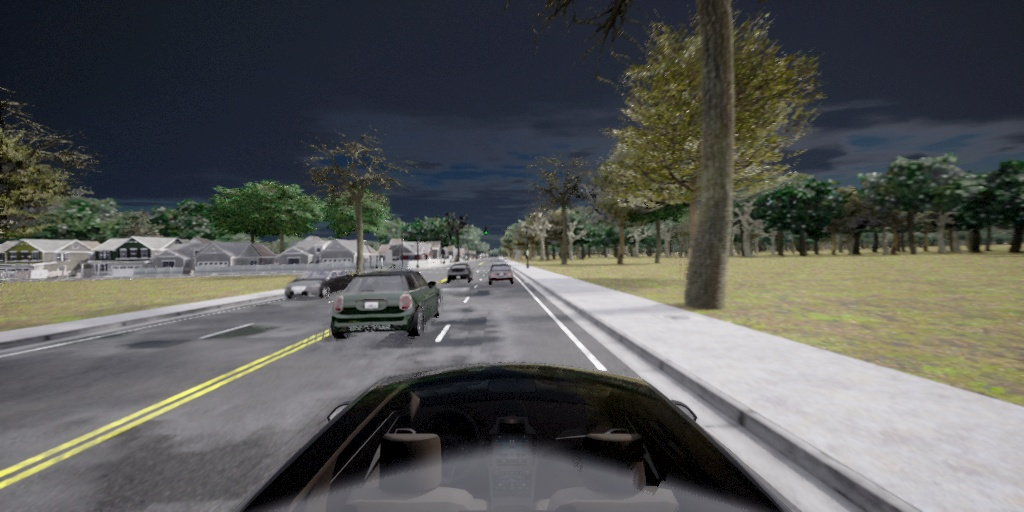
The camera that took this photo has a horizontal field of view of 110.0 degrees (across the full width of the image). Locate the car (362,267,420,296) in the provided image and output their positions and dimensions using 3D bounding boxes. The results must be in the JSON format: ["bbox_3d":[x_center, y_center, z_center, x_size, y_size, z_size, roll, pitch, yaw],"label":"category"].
[{"bbox_3d":[-7.346,1.478,22.437,2.033,1.411,5.357,-1,0,-3],"label":"car"}]

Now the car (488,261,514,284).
[{"bbox_3d":[-0.852,1.329,27.492,2.033,1.411,5.357,-1,0,-2],"label":"car"}]

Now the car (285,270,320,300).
[{"bbox_3d":[-10.489,1.494,19.846,2.128,1.511,4.902,-1,0,-2],"label":"car"}]

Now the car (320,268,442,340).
[{"bbox_3d":[-3.408,1.185,10.599,2.097,1.767,4.553,-1,0,-2],"label":"car"}]

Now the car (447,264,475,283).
[{"bbox_3d":[-4.190,1.364,29.619,1.837,1.490,4.892,-1,0,-2],"label":"car"}]
